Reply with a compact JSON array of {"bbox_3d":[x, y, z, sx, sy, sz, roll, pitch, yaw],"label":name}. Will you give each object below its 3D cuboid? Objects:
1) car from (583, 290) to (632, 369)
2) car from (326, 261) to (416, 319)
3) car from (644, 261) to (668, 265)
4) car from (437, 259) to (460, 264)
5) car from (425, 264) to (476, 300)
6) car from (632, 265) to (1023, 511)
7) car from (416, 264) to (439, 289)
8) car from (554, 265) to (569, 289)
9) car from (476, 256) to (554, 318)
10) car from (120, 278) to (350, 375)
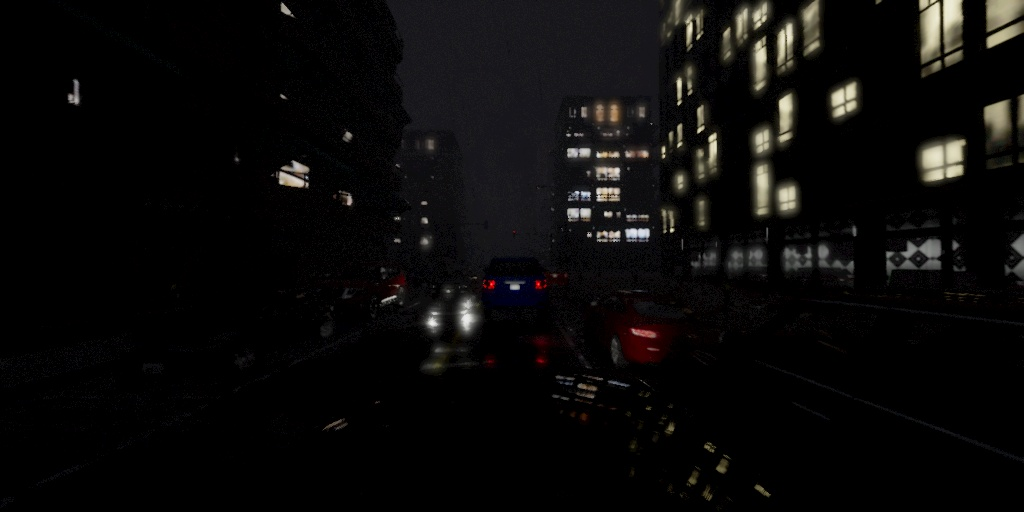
[{"bbox_3d":[2.637,1.361,7.546,1.802,1.307,4.207,0,0,0],"label":"car"},{"bbox_3d":[-5.449,1.124,13.266,2.192,1.841,5.009,0,0,0],"label":"car"},{"bbox_3d":[18.698,1.334,45.199,4.097,1.591,1.967,0,0,1],"label":"car"},{"bbox_3d":[-5.446,1.215,30.205,2.192,1.841,5.009,0,0,0],"label":"car"},{"bbox_3d":[-2.844,1.341,18.462,1.837,1.490,4.892,0,0,0],"label":"car"},{"bbox_3d":[2.601,1.065,1.894,2.192,1.841,5.009,0,0,0],"label":"car"},{"bbox_3d":[-5.447,1.435,24.559,1.948,1.339,4.313,0,0,0],"label":"car"},{"bbox_3d":[2.701,1.309,24.503,1.967,1.591,4.097,0,0,0],"label":"car"},{"bbox_3d":[0.094,1.032,13.340,2.150,2.045,5.566,0,0,0],"label":"car"},{"bbox_3d":[-5.450,1.346,7.619,1.948,1.339,4.313,0,0,0],"label":"car"}]
